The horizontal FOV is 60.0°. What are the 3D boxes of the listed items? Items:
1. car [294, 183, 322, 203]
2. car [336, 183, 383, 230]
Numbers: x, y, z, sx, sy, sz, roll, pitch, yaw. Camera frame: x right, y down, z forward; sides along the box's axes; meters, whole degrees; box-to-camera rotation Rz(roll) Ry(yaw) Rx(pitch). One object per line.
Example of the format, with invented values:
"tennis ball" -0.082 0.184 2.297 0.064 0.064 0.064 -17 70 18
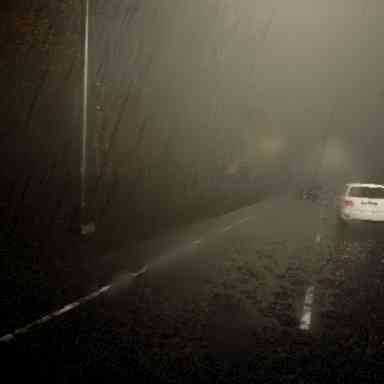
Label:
"car" 10.892 0.103 31.677 2.128 1.511 4.902 4 3 22
"car" 8.476 0.605 16.509 2.150 2.045 5.566 4 4 22
